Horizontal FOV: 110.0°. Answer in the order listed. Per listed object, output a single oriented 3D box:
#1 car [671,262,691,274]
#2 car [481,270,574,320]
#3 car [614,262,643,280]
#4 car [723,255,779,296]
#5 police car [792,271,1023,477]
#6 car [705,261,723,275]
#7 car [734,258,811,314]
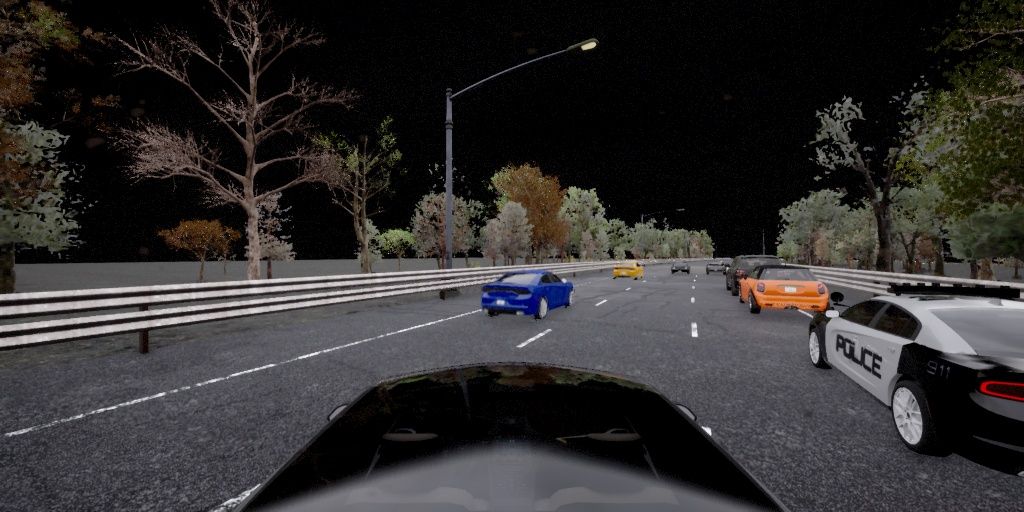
[{"bbox_3d":[19.259,1.370,40.818,1.895,1.301,4.718,0,0,28],"label":"car"},{"bbox_3d":[0.764,1.228,12.847,1.882,1.535,5.008,0,0,26],"label":"car"},{"bbox_3d":[10.280,1.237,31.475,1.882,1.535,5.008,0,0,28],"label":"car"},{"bbox_3d":[12.609,0.978,18.758,2.150,2.045,5.566,0,0,27],"label":"car"},{"bbox_3d":[5.599,1.175,4.688,1.930,1.638,5.238,0,0,26],"label":"police car"},{"bbox_3d":[22.372,1.262,39.341,2.128,1.511,4.902,0,0,29],"label":"car"},{"bbox_3d":[9.906,1.102,13.419,2.097,1.767,4.553,0,0,27],"label":"car"}]
